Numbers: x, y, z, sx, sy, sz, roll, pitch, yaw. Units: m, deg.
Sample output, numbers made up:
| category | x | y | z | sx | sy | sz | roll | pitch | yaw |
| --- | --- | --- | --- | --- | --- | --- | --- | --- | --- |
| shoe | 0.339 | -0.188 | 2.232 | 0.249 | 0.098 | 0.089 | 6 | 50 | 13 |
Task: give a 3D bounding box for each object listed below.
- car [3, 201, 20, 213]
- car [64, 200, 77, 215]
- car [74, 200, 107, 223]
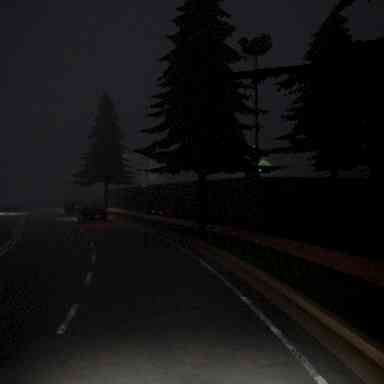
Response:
| category | x | y | z | sx | sy | sz | roll | pitch | yaw |
| --- | --- | --- | --- | --- | --- | --- | --- | --- | --- |
| car | -24.446 | 1.988 | 45.043 | 1.812 | 1.442 | 4.674 | 0 | -1 | -25 |
| car | -14.022 | 1.715 | 39.754 | 2.097 | 1.767 | 4.553 | 0 | -1 | -26 |
| car | -8.480 | 1.727 | 28.107 | 1.882 | 1.535 | 5.008 | 0 | 0 | -25 |
